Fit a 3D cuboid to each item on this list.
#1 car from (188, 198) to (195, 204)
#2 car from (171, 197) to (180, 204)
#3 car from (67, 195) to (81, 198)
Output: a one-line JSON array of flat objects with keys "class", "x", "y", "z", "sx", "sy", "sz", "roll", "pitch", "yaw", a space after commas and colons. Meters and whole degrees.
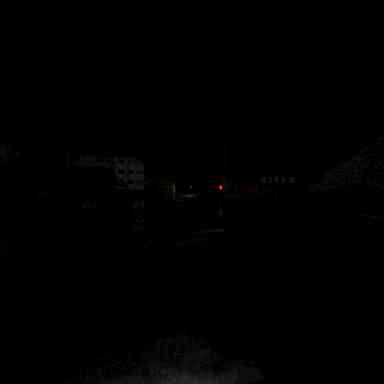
[{"class": "car", "x": -0.022, "y": 2.271, "z": 84.477, "sx": 2.033, "sy": 1.411, "sz": 5.357, "roll": 0, "pitch": -1, "yaw": 0}, {"class": "car", "x": -4.022, "y": 2.130, "z": 83.314, "sx": 2.097, "sy": 1.767, "sz": 4.553, "roll": 0, "pitch": -1, "yaw": 0}, {"class": "car", "x": -19.772, "y": 1.491, "z": 54.255, "sx": 1.905, "sy": 1.878, "sz": 3.866, "roll": 0, "pitch": -1, "yaw": 35}]
